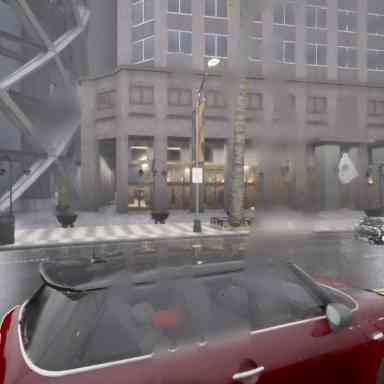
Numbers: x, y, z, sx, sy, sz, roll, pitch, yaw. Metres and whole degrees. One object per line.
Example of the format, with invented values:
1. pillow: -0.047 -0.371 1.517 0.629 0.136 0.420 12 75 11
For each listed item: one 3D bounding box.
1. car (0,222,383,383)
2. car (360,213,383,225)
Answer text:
1. car: 0.417 1.352 3.503 4.553 1.767 2.097 0 0 -28
2. car: 9.279 1.352 14.102 4.553 1.767 2.097 0 0 -12
